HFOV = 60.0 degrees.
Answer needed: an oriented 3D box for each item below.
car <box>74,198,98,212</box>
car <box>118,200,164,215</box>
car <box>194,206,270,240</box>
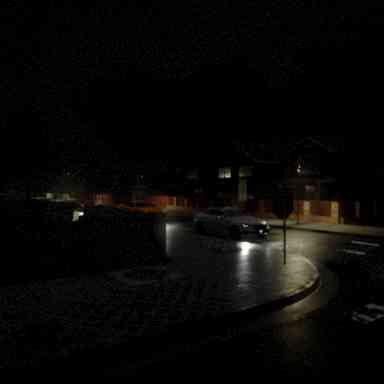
[{"bbox_3d":[-11.793,1.364,36.443,1.812,1.442,4.674,0,0,-33],"label":"car"},{"bbox_3d":[-3.941,1.380,25.234,1.882,1.535,5.008,0,0,-35],"label":"car"},{"bbox_3d":[1.841,1.474,16.871,1.812,1.442,4.674,0,0,-33],"label":"car"}]
